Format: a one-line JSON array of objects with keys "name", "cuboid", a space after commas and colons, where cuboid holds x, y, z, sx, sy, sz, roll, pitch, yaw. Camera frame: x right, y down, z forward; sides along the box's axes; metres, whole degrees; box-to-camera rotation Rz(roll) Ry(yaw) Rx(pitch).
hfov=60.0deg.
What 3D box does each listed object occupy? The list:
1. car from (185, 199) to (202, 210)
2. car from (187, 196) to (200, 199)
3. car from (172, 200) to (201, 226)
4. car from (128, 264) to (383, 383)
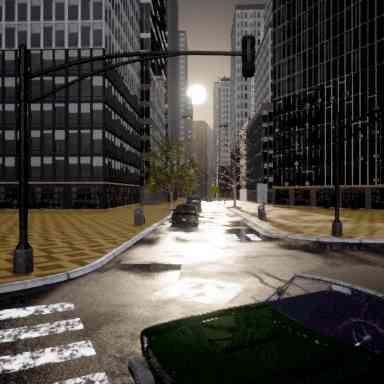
[{"name": "car", "cuboid": [-0.114, 1.777, 35.644, 1.812, 1.442, 4.674, 0, 0, 2]}, {"name": "car", "cuboid": [0.245, 1.554, 46.298, 2.150, 2.045, 5.566, 0, 0, 2]}, {"name": "car", "cuboid": [-0.462, 1.654, 25.431, 1.882, 1.535, 5.008, 0, 0, 2]}, {"name": "car", "cuboid": [1.766, 1.621, 3.714, 4.718, 1.301, 1.895, 0, -1, -27]}]
